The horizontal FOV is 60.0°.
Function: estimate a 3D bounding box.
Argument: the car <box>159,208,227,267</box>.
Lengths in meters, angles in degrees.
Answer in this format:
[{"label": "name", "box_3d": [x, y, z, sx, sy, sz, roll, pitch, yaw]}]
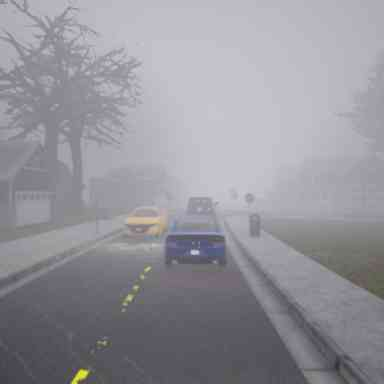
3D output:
[{"label": "car", "box_3d": [0.165, 1.544, 11.799, 1.882, 1.535, 5.008, 0, 0, 2]}]

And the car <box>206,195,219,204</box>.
[{"label": "car", "box_3d": [4.756, 1.691, 75.065, 2.150, 2.045, 5.566, 0, 0, 12]}]

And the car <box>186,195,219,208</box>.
[{"label": "car", "box_3d": [0.846, 1.373, 26.141, 2.150, 2.045, 5.566, 0, 0, 7]}]

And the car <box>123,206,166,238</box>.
[{"label": "car", "box_3d": [-2.493, 1.584, 18.764, 1.882, 1.535, 5.008, 0, 0, 3]}]
